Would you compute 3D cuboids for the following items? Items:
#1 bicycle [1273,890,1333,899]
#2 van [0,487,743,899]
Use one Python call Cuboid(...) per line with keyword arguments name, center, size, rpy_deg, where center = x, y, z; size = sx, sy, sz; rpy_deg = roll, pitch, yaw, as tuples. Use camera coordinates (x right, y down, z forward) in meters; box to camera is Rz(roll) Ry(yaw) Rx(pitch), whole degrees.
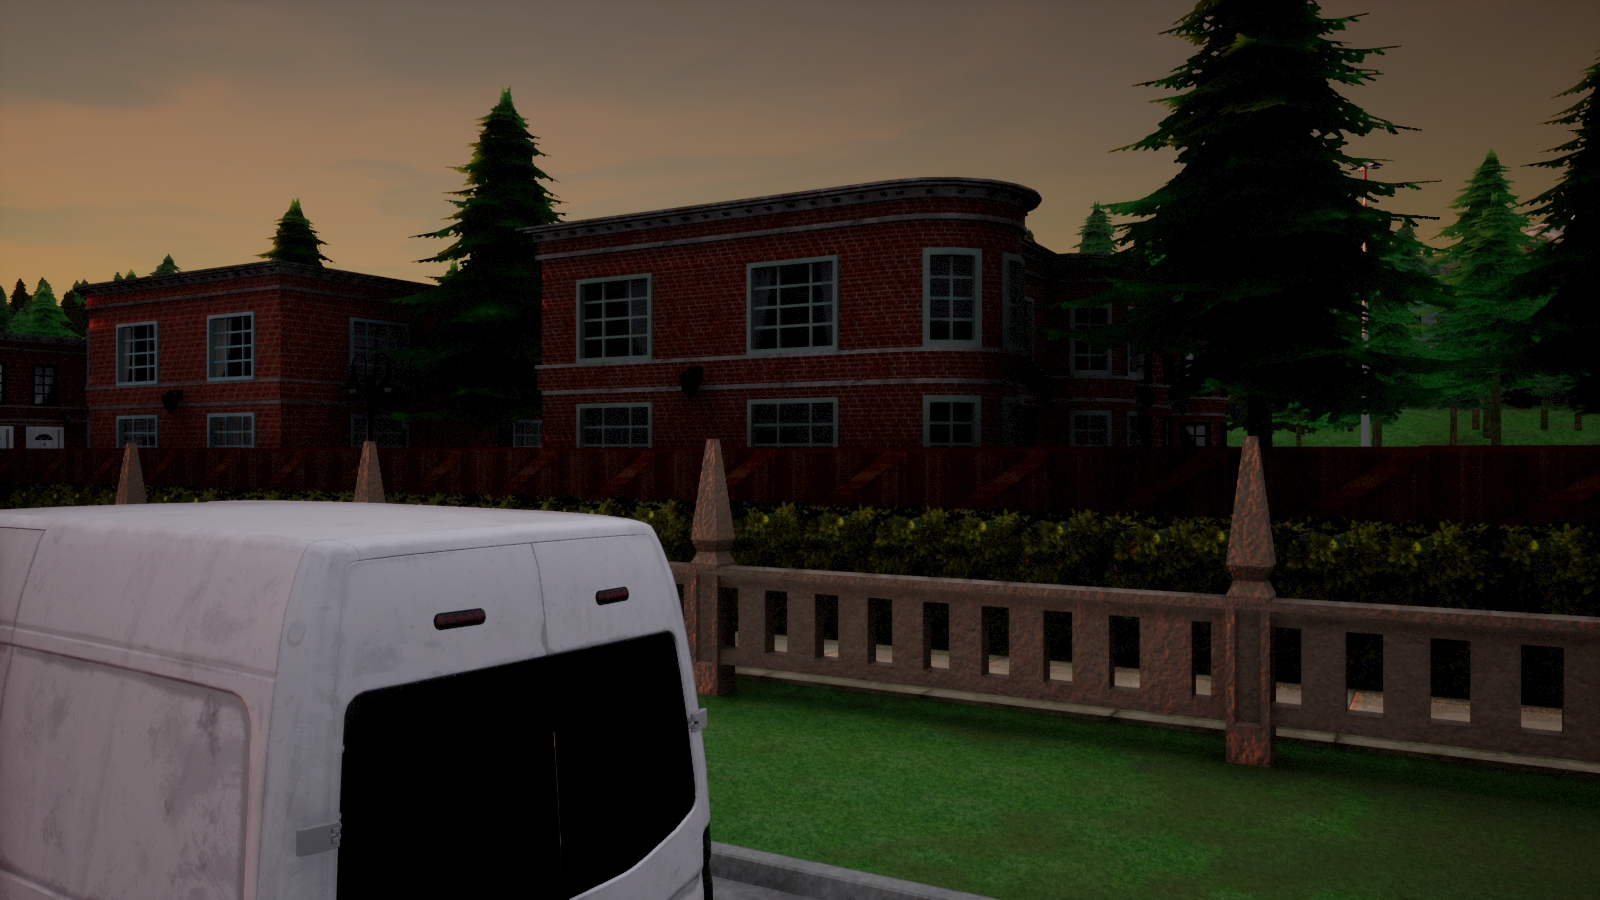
Cuboid(name="bicycle", center=(2.143, 2.060, 2.830), size=(1.835, 1.471, 0.329), rpy_deg=(0, 0, 30))
Cuboid(name="van", center=(-3.240, 1.534, 5.467), size=(5.915, 2.561, 1.988), rpy_deg=(0, 0, 34))
